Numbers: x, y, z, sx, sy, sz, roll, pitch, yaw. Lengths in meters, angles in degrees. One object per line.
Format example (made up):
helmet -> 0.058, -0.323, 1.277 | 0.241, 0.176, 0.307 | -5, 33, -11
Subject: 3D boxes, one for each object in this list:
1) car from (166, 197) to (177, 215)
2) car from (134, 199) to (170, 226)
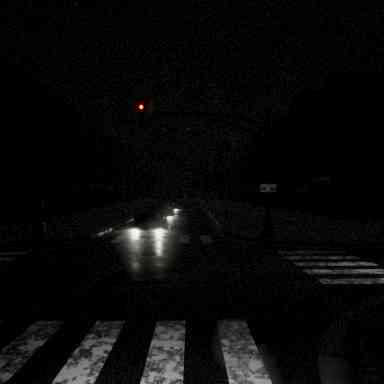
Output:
car -> -2.931, 1.498, 34.226 | 1.882, 1.535, 5.008 | 0, 0, 0
car -> -2.912, 1.492, 23.982 | 1.882, 1.535, 5.008 | 0, 0, 0
